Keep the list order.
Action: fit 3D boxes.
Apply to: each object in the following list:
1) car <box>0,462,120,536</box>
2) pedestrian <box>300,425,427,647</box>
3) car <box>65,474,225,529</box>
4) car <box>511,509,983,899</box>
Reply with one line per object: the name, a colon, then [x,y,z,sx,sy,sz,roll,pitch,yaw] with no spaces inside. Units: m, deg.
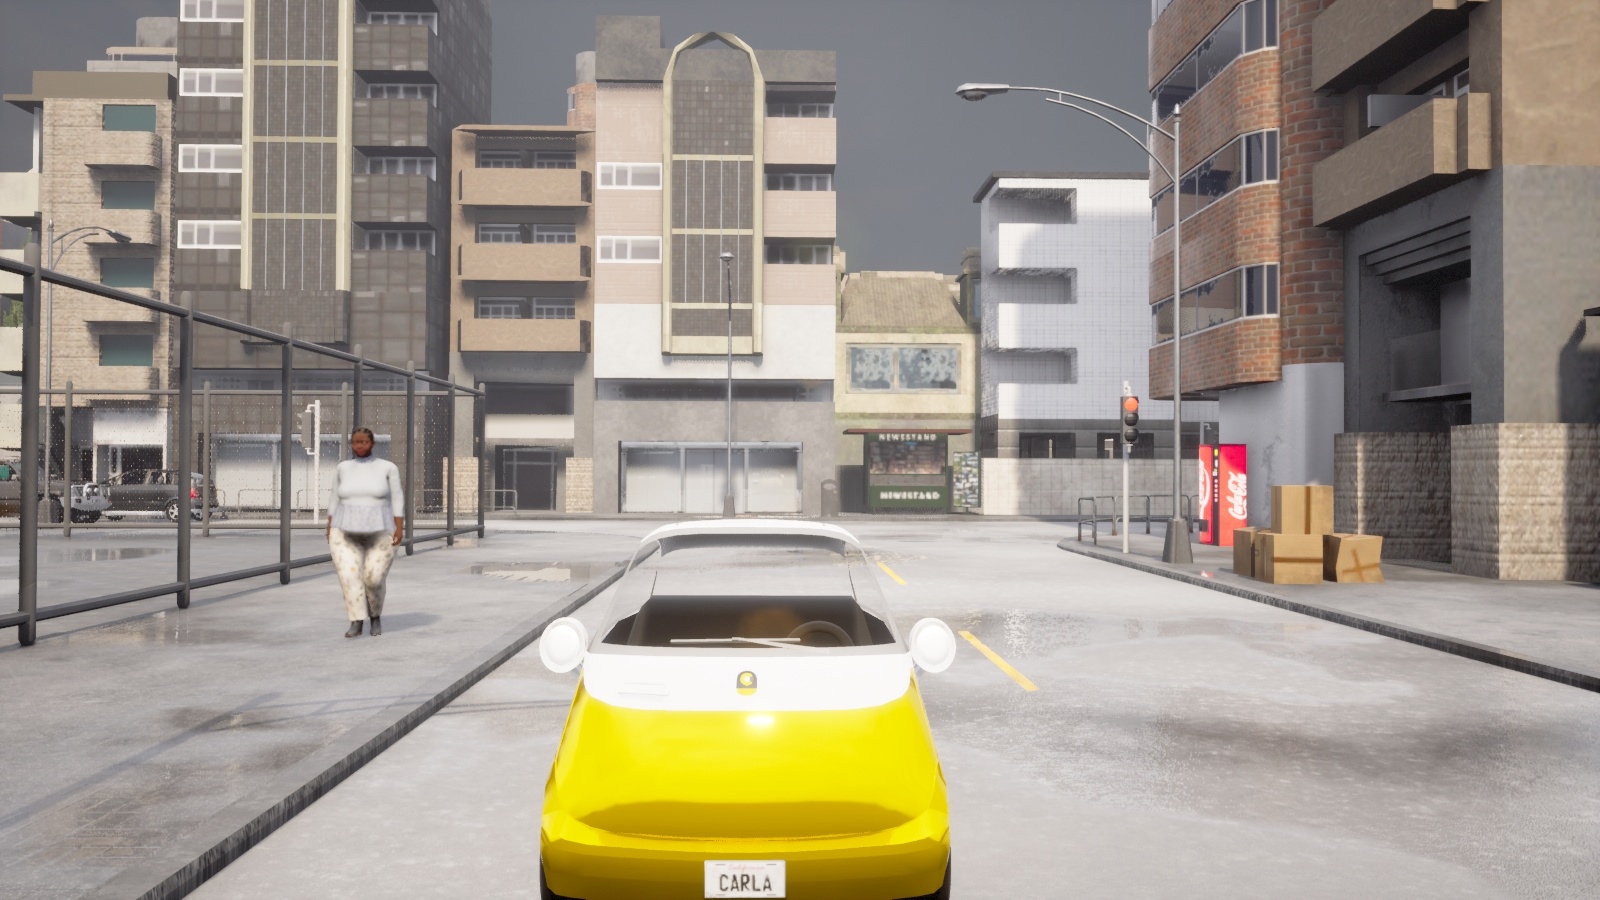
car: [-20.481,1.259,32.573,4.605,1.855,1.932,0,-1,-1]
pedestrian: [-3.787,0.723,10.976,0.874,1.855,0.900,0,-1,-7]
car: [-19.040,1.483,36.607,3.705,1.549,1.789,0,-1,-2]
car: [-0.190,0.955,5.061,1.481,1.376,2.207,0,-1,-1]
